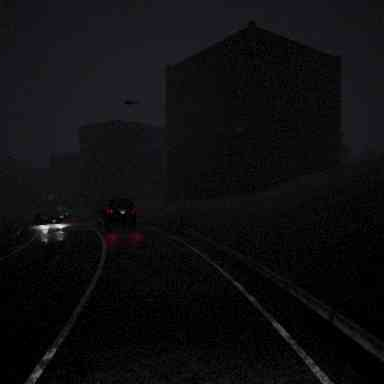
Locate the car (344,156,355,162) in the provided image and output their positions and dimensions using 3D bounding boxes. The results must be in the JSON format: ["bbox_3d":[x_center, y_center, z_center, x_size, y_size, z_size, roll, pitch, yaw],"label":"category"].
[{"bbox_3d":[30.277,-5.810,61.285,2.002,1.452,4.674,0,1,7],"label":"car"}]

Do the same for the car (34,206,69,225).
[{"bbox_3d":[-13.186,2.168,30.498,2.033,1.411,5.357,-2,-1,-33],"label":"car"}]

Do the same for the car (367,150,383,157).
[{"bbox_3d":[28.981,-5.572,50.324,2.231,1.521,4.892,0,2,7],"label":"car"}]

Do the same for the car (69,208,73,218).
[{"bbox_3d":[-15.753,2.404,39.679,1.812,1.442,4.674,-2,-1,-41],"label":"car"}]

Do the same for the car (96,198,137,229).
[{"bbox_3d":[-5.602,1.496,24.220,2.150,2.045,5.566,-1,-1,-24],"label":"car"}]

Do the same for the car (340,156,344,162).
[{"bbox_3d":[30.920,-6.230,66.727,2.435,2.045,5.566,0,1,7],"label":"car"}]

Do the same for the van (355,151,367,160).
[{"bbox_3d":[29.614,-5.937,55.677,1.878,1.987,4.442,0,1,7],"label":"van"}]
